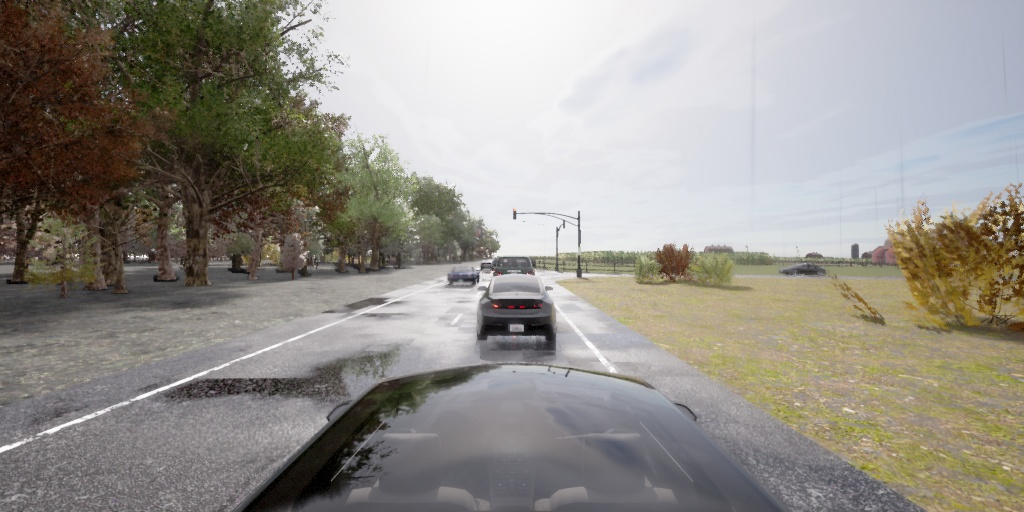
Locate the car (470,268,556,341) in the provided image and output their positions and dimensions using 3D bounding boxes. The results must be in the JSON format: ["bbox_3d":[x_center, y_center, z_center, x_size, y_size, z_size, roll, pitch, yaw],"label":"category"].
[{"bbox_3d":[0.101,1.257,9.895,1.837,1.490,4.892,0,0,0],"label":"car"}]

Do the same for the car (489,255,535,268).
[{"bbox_3d":[0.104,0.976,19.810,2.150,2.045,5.566,0,0,0],"label":"car"}]

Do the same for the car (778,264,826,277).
[{"bbox_3d":[34.662,1.692,42.883,4.892,1.490,1.837,1,-1,0],"label":"car"}]

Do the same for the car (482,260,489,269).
[{"bbox_3d":[-3.396,1.249,50.914,2.128,1.511,4.902,0,0,0],"label":"car"}]

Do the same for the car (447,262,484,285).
[{"bbox_3d":[-3.398,1.356,26.107,1.895,1.301,4.718,0,0,0],"label":"car"}]

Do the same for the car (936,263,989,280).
[{"bbox_3d":[48.935,1.807,39.221,4.674,1.442,1.812,1,-1,0],"label":"car"}]

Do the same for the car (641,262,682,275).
[{"bbox_3d":[17.685,1.478,42.987,5.008,1.535,1.882,1,-1,1],"label":"car"}]
